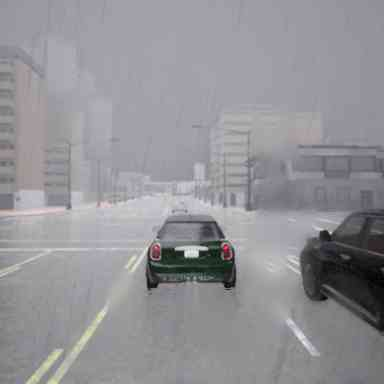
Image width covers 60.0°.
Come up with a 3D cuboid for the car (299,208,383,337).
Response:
[{"bbox_3d":[3.539,1.254,5.318,2.150,2.045,5.566,0,0,0],"label":"car"}]

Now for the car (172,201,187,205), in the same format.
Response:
[{"bbox_3d":[-1.570,1.912,42.686,1.812,1.442,4.674,0,-1,-3],"label":"car"}]

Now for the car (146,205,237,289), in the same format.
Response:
[{"bbox_3d":[-0.066,1.408,9.486,2.097,1.767,4.553,0,0,-1],"label":"car"}]
